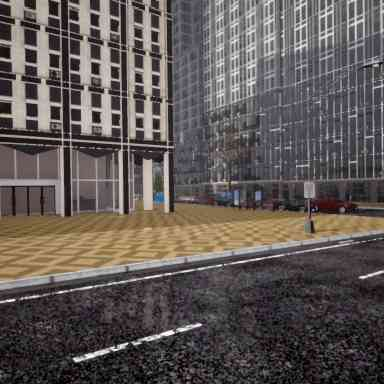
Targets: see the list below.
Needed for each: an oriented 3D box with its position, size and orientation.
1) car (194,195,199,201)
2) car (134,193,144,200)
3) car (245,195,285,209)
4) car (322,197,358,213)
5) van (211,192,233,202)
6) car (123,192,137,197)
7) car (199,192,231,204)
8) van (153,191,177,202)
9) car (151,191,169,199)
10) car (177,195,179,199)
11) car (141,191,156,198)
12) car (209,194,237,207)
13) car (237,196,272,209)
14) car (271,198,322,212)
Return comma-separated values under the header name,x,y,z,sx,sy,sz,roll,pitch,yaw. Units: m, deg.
name,x,y,z,sx,sy,sz,roll,pitch,yaw
car,2.046,1.043,63.508,1.802,1.307,4.206,0,1,-34
car,-11.274,1.040,68.203,2.008,1.369,4.403,0,1,-34
car,9.256,1.228,42.579,1.882,1.535,5.008,-1,1,-34
car,14.656,1.315,34.629,1.882,1.535,5.008,-1,1,-34
van,5.240,0.855,58.804,1.690,1.788,3.998,0,1,-34
car,-17.117,0.689,91.715,2.008,1.369,4.403,0,1,-34
car,3.602,1.011,50.885,2.097,1.767,4.553,-1,1,-35
van,-4.886,0.937,58.798,1.690,1.788,3.998,0,1,-34
car,-7.536,0.615,77.609,2.192,1.841,5.009,0,1,-34
car,-4.341,0.936,72.911,1.802,1.307,4.206,0,1,-34
car,-10.730,0.686,82.312,1.967,1.590,4.097,0,1,-34
car,4.651,1.319,44.668,1.947,1.339,4.313,0,1,-34
car,7.796,1.388,39.935,1.802,1.307,4.206,0,1,-34
car,10.976,1.424,35.221,1.947,1.339,4.313,0,1,-34
